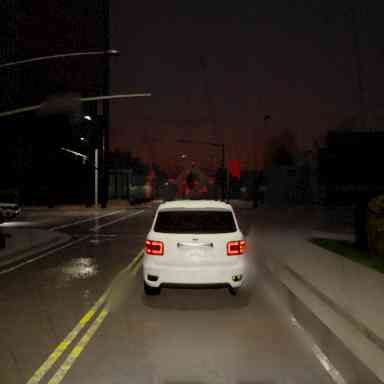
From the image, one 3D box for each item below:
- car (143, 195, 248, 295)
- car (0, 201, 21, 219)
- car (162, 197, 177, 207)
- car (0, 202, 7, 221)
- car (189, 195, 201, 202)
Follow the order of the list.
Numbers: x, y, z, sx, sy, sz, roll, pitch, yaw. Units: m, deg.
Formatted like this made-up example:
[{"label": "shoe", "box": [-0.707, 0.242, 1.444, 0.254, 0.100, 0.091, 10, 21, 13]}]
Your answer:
[{"label": "car", "box": [0.078, 1.221, 8.832, 2.150, 2.045, 5.566, 0, 0, 0]}, {"label": "car", "box": [-17.302, 1.338, 27.570, 5.566, 2.045, 2.150, -1, 0, 0]}, {"label": "car", "box": [-3.537, 1.564, 52.975, 1.994, 1.385, 4.181, 0, 0, 0]}, {"label": "car", "box": [-16.222, 1.667, 24.074, 4.181, 1.385, 1.994, -1, 0, 0]}, {"label": "car", "box": [0.828, 1.464, 78.702, 1.882, 1.535, 5.008, 0, 0, 12]}]
